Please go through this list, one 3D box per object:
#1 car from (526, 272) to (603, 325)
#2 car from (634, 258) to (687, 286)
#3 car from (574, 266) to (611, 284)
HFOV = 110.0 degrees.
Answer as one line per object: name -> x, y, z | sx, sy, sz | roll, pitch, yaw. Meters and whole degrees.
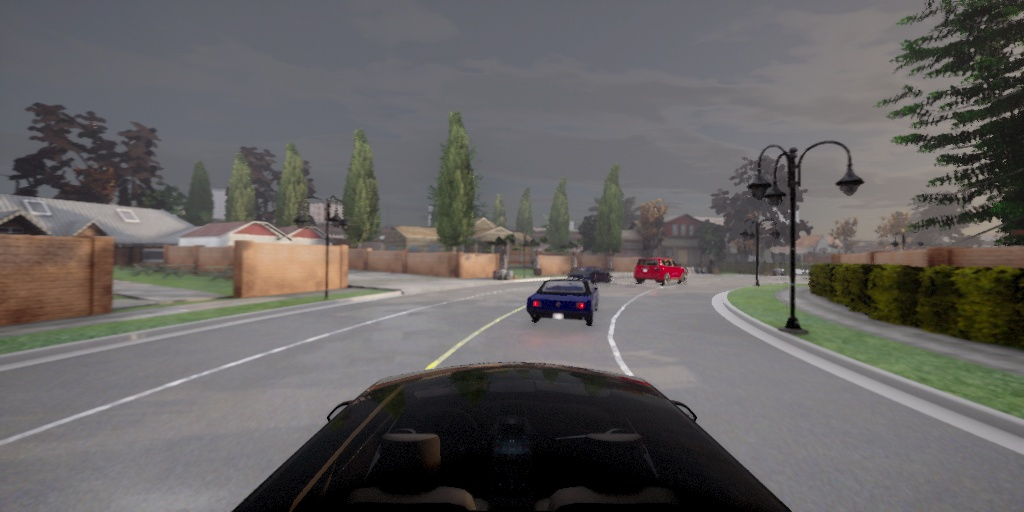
car -> 1.912, 1.394, 12.086 | 1.895, 1.301, 4.718 | 0, 0, 16
car -> 11.533, 1.173, 27.754 | 5.566, 2.045, 2.150 | 1, -1, -45
car -> 5.749, 1.453, 26.692 | 1.994, 1.385, 4.181 | 0, -1, 40
